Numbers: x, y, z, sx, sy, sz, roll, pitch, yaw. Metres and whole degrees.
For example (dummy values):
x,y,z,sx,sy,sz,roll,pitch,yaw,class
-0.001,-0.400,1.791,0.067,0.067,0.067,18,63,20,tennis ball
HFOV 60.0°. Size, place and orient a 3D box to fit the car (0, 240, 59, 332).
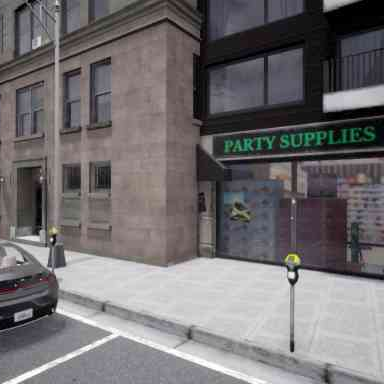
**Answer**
x,y,z,sx,sy,sz,roll,pitch,yaw,class
-4.216,1.551,6.090,4.403,1.369,2.008,0,0,36,car
